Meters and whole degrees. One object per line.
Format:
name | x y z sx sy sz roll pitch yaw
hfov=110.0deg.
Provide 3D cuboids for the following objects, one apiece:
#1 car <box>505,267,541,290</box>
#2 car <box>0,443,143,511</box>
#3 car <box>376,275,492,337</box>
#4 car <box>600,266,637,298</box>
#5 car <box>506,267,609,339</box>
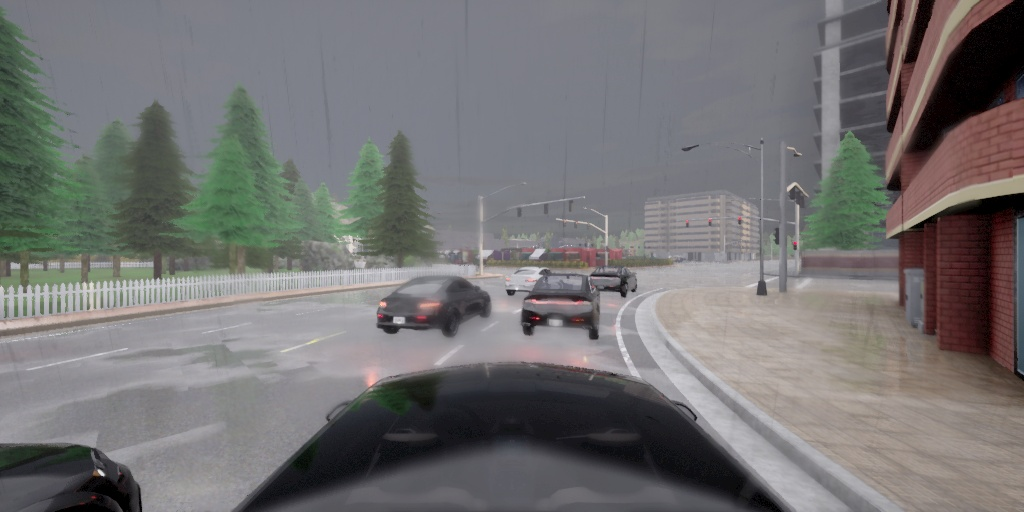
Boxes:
car | 1.243 1.275 18.796 1.812 1.442 4.674 0 0 26
car | -3.170 1.314 0.387 1.994 1.385 4.181 0 0 -2
car | -1.999 1.276 10.294 1.812 1.442 4.674 0 0 13
car | 5.320 1.241 18.788 2.128 1.511 4.902 0 0 28
car | 1.549 1.241 10.167 2.128 1.511 4.902 0 0 14
